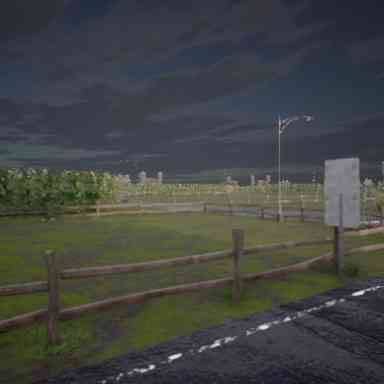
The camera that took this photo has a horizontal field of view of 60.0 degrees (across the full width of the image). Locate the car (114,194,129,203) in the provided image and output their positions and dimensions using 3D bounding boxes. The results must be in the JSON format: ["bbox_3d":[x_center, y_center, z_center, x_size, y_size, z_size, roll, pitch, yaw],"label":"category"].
[{"bbox_3d":[-12.007,1.098,54.771,1.994,1.385,4.181,-1,1,-36],"label":"car"}]
